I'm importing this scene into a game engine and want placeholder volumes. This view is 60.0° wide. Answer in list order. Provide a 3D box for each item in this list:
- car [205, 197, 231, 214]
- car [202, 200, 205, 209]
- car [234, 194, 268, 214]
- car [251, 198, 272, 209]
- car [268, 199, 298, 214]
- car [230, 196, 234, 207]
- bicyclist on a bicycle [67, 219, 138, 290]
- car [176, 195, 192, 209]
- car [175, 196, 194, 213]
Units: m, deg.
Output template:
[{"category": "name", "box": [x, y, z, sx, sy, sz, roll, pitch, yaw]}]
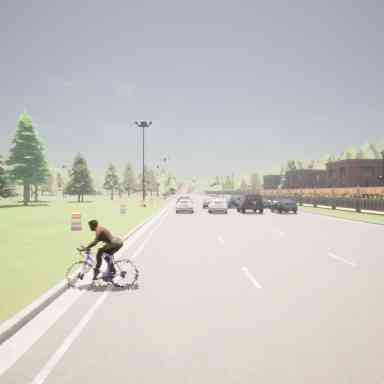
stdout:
[{"category": "car", "box": [2.724, 1.526, 35.685, 1.812, 1.442, 4.674, 0, 0, -1]}, {"category": "car", "box": [2.432, 1.601, 45.794, 1.895, 1.301, 4.718, 0, 0, -1]}, {"category": "car", "box": [6.211, 1.221, 35.827, 2.150, 2.045, 5.566, 0, 0, 0]}, {"category": "car", "box": [9.441, 1.564, 45.422, 1.994, 1.385, 4.181, 0, 0, -1]}, {"category": "car", "box": [9.725, 1.491, 35.433, 2.128, 1.511, 4.902, 0, 0, -1]}, {"category": "car", "box": [5.929, 1.352, 46.304, 2.097, 1.767, 4.553, 0, 0, -1]}, {"category": "bicyclist on a bicycle", "box": [-2.088, 1.455, 7.681, 1.656, 1.620, 0.582, -2, 0, -1]}, {"category": "car", "box": [-1.071, 1.352, 46.271, 2.097, 1.767, 4.553, 0, 0, -1]}, {"category": "car", "box": [-0.791, 1.526, 36.260, 1.812, 1.442, 4.674, 0, 0, -1]}]
